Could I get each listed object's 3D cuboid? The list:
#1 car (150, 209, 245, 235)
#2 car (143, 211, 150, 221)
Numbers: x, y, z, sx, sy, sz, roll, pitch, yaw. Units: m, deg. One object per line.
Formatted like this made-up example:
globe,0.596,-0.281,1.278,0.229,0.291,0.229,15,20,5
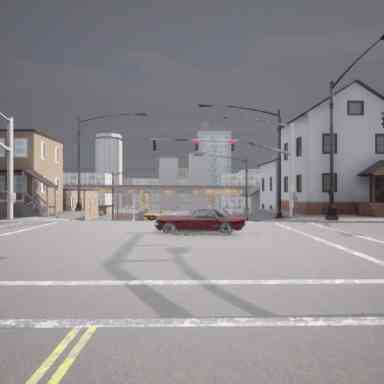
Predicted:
car,0.370,1.566,17.831,4.718,1.301,1.895,0,0,-1
car,-3.680,2.536,33.521,1.882,1.535,5.008,0,-9,1
